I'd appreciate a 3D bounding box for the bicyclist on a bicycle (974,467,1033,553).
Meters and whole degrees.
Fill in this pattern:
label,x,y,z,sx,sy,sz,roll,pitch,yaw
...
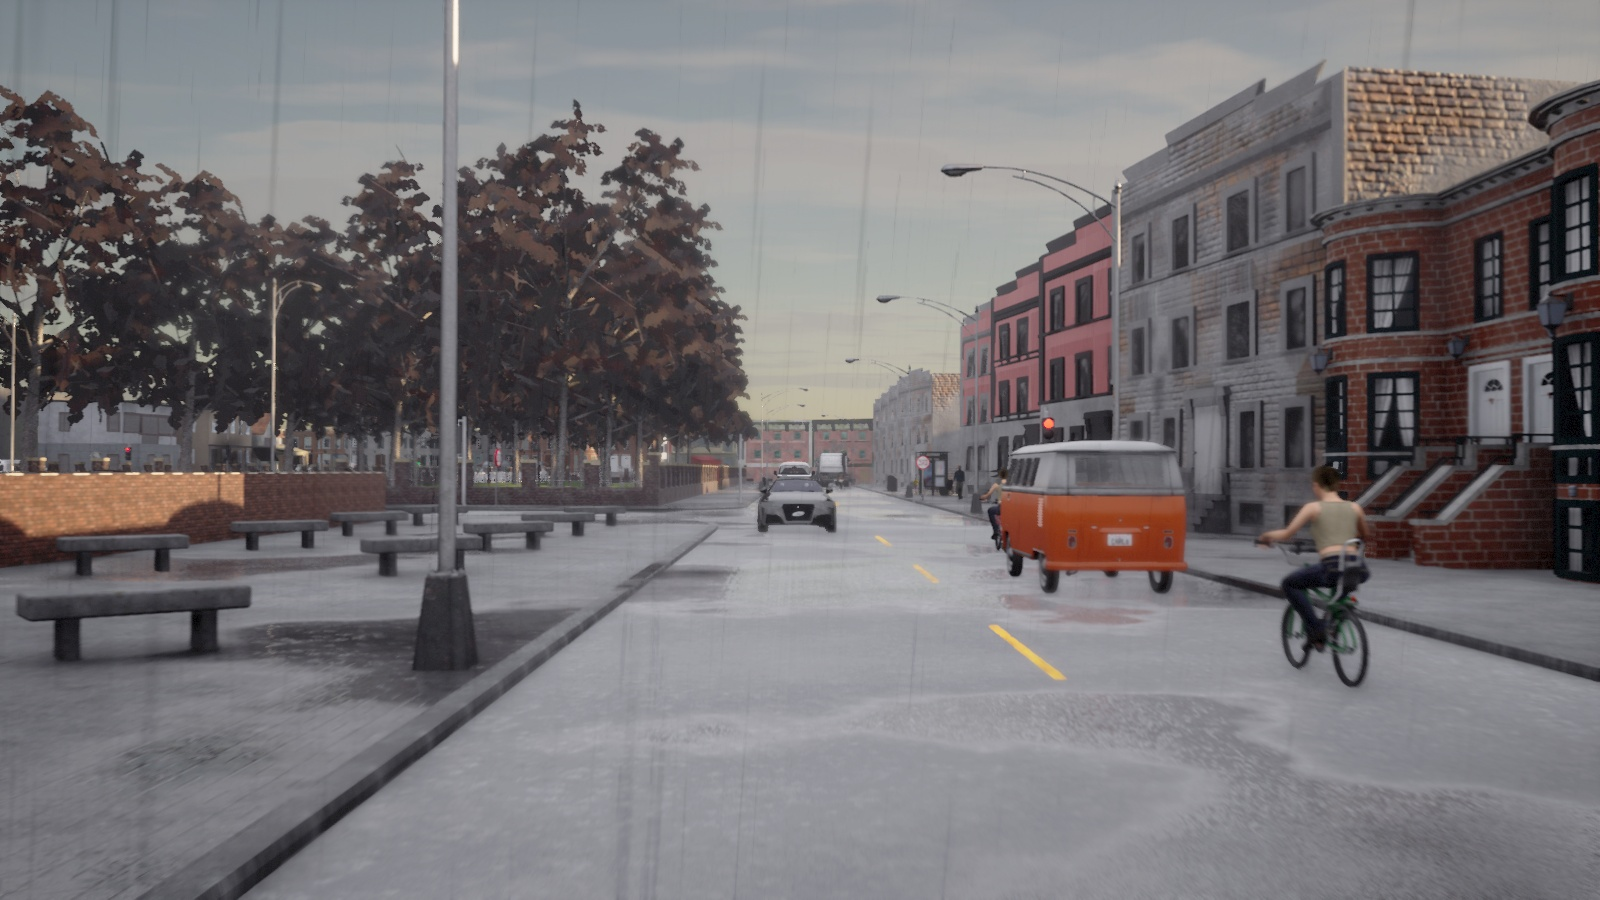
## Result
label,x,y,z,sx,sy,sz,roll,pitch,yaw
bicyclist on a bicycle,3.927,1.143,24.335,0.866,1.612,1.509,0,-1,0

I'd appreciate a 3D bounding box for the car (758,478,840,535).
label,x,y,z,sx,sy,sz,roll,pitch,yaw
car,-0.091,1.432,33.046,1.994,1.385,4.181,0,-1,-2

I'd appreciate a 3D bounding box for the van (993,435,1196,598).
label,x,y,z,sx,sy,sz,roll,pitch,yaw
van,3.951,0.846,17.599,1.775,1.987,4.442,0,-1,0

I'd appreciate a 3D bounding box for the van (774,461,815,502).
label,x,y,z,sx,sy,sz,roll,pitch,yaw
van,-0.269,1.630,65.216,2.069,2.038,4.480,0,-1,0

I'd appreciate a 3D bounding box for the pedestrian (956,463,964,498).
label,x,y,z,sx,sy,sz,roll,pitch,yaw
pedestrian,8.367,1.591,65.749,0.402,1.842,0.726,0,-1,7

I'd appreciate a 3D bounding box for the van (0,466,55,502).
label,x,y,z,sx,sy,sz,roll,pitch,yaw
van,-45.547,1.940,72.883,2.069,2.038,4.480,0,-1,-2

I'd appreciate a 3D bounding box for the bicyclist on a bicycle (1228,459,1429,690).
label,x,y,z,sx,sy,sz,roll,pitch,yaw
bicyclist on a bicycle,3.975,0.897,9.594,0.866,1.612,1.509,0,-2,0
